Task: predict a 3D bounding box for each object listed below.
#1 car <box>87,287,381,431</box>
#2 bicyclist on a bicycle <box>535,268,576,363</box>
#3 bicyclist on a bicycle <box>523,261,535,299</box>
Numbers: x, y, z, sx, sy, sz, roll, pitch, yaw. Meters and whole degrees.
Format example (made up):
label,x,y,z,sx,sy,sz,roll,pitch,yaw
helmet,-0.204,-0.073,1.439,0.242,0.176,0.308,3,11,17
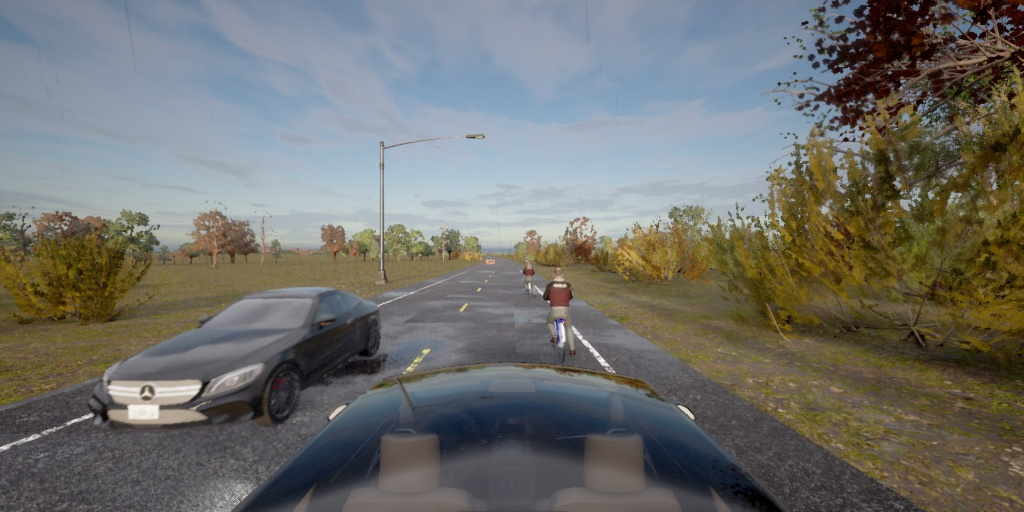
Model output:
label,x,y,z,sx,sy,sz,roll,pitch,yaw
car,-3.637,1.274,5.849,1.812,1.442,4.674,0,0,-1
bicyclist on a bicycle,0.917,1.118,7.260,0.659,1.776,1.843,0,0,0
bicyclist on a bicycle,0.814,1.115,17.273,0.659,1.776,1.843,0,0,-1
